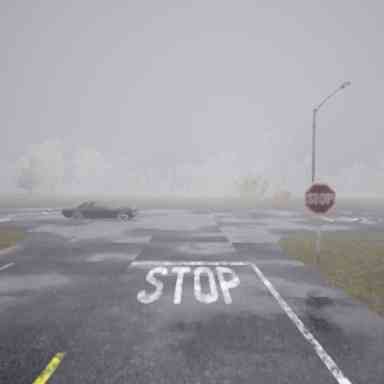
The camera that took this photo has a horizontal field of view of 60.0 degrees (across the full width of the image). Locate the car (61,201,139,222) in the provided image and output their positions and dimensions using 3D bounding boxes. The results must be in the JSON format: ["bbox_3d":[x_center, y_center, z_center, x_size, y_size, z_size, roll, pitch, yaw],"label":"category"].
[{"bbox_3d":[-5.881,1.247,21.814,4.718,1.301,1.895,0,1,0],"label":"car"}]
